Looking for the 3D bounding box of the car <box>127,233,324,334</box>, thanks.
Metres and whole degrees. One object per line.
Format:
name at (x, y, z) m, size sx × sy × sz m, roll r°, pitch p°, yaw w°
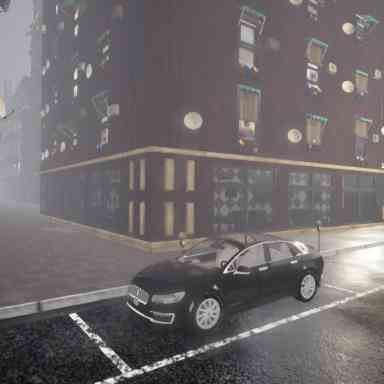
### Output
car at (0.871, 1.552, 6.669) m, size 4.403 × 1.369 × 2.008 m, roll 0°, pitch 1°, yaw -35°
